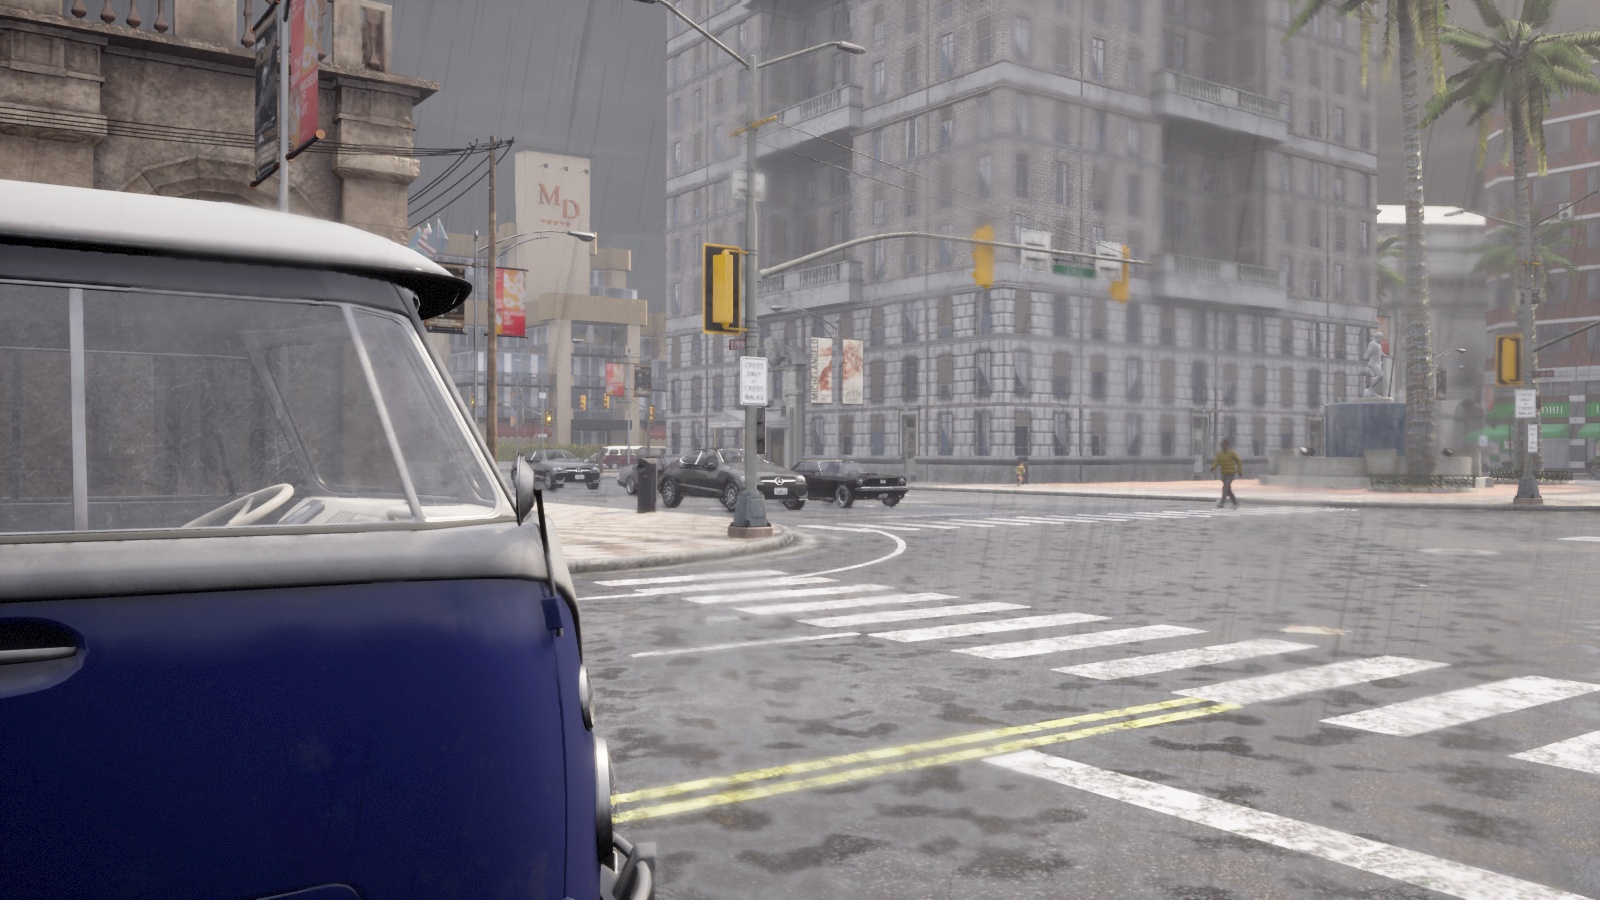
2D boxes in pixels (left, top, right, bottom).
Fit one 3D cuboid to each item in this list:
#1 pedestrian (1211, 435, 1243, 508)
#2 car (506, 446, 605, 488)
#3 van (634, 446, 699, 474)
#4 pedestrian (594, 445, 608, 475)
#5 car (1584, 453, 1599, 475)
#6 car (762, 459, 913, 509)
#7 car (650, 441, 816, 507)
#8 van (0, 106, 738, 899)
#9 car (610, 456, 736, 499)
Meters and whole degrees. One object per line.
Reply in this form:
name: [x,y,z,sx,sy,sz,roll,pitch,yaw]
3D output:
pedestrian: [10.829,0.547,31.873,0.709,1.840,0.431,0,0,-36]
car: [-10.185,0.672,51.933,2.152,1.651,5.027,0,0,-35]
van: [-9.781,0.742,92.131,4.442,1.987,1.775,0,0,-36]
pedestrian: [-12.392,0.619,78.180,0.694,1.848,0.540,0,0,-43]
car: [52.210,0.892,79.331,1.994,1.385,4.181,0,0,-21]
car: [0.999,0.931,36.006,1.895,1.301,4.718,0,0,-35]
car: [-1.910,0.611,34.029,2.152,1.651,5.027,0,0,-35]
van: [-2.452,0.508,1.947,4.442,1.987,1.775,0,0,-35]
car: [-4.522,0.909,43.887,2.033,1.411,5.357,0,0,-35]
